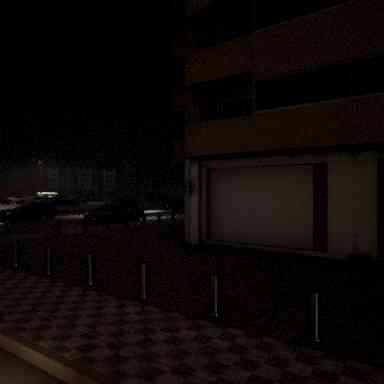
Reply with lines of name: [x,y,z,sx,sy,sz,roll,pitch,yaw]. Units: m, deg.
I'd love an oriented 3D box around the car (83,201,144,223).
car: [-5.870,1.656,25.882,1.895,1.301,4.718,0,0,35]

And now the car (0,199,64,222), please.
car: [-13.437,1.581,27.600,1.812,1.442,4.674,0,0,35]

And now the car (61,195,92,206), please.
car: [-20.214,1.451,58.202,1.970,1.475,3.806,0,0,35]

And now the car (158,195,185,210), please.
car: [-1.767,1.547,44.231,2.128,1.511,4.902,0,0,35]

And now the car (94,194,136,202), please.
car: [-7.760,1.407,35.717,2.097,1.767,4.553,0,0,35]

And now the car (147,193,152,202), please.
car: [-7.919,1.212,70.901,1.905,1.878,3.866,0,0,35]

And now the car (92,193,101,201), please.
car: [-23.961,1.211,82.202,1.905,1.878,3.866,0,0,35]

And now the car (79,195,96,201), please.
car: [-26.319,1.451,83.883,1.970,1.475,3.806,0,0,35]

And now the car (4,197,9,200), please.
car: [-36.389,1.419,69.611,1.784,1.438,3.905,0,0,35]

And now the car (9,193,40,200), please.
car: [-34.062,1.209,67.886,1.932,1.855,4.605,0,0,35]

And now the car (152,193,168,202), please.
car: [-5.587,1.209,69.185,1.932,1.855,4.605,0,0,35]
